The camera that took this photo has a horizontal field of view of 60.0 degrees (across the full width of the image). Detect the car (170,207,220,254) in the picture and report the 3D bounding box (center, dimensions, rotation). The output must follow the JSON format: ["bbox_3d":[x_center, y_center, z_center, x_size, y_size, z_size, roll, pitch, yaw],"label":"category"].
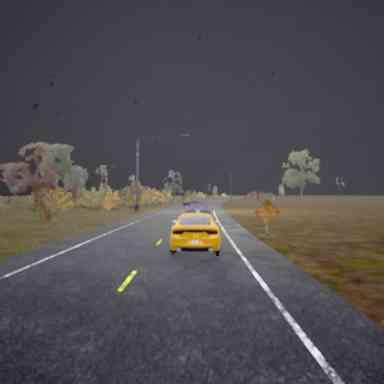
[{"bbox_3d":[0.168,1.626,14.174,1.882,1.535,5.008,0,0,2],"label":"car"}]

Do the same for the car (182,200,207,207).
[{"bbox_3d":[0.532,1.644,28.327,2.097,1.767,4.553,0,-1,2],"label":"car"}]

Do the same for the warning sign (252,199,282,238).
[{"bbox_3d":[3.733,1.289,16.616,1.300,1.860,1.060,0,0,1],"label":"warning sign"}]

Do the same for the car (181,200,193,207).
[{"bbox_3d":[-0.919,2.262,65.564,1.895,1.301,4.718,0,-1,5],"label":"car"}]
